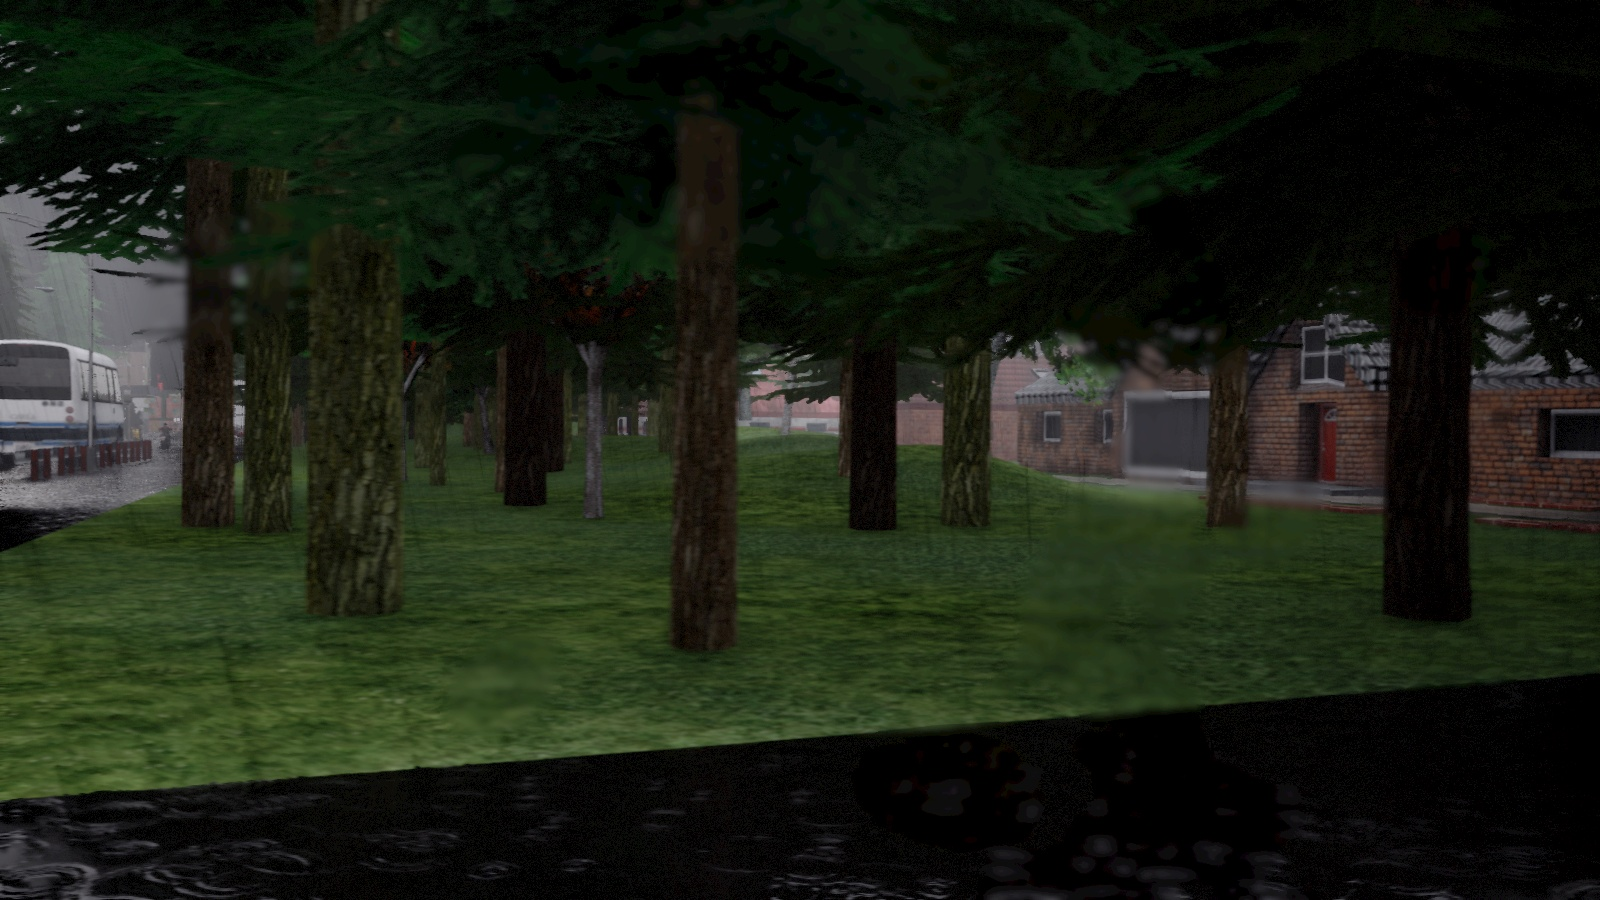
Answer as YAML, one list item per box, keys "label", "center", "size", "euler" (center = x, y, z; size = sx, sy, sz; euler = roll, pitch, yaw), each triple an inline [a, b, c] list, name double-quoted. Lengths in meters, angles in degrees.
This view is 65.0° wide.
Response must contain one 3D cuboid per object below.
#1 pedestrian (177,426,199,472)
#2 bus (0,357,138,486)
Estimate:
- label: "pedestrian"
  center: [-26.126, -0.049, 53.599]
  size: [0.659, 1.952, 0.873]
  euler: [-1, 1, -39]
- label: "bus"
  center: [-27.422, -1.007, 46.373]
  size: [3.944, 4.253, 10.273]
  euler: [-1, 1, -20]
